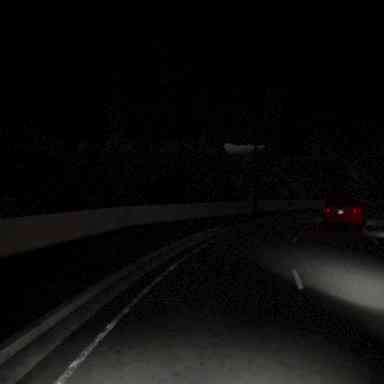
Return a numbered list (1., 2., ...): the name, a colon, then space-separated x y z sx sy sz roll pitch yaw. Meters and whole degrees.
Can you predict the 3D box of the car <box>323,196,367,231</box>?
1. car: 9.874 1.251 21.418 2.150 2.045 5.566 0 0 30
